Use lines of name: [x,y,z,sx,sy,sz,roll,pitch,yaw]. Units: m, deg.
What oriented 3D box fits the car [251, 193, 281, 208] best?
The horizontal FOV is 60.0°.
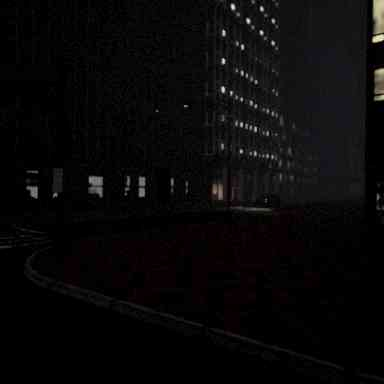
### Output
car: [8.849,0.947,39.528,2.097,1.767,4.553,1,1,37]
